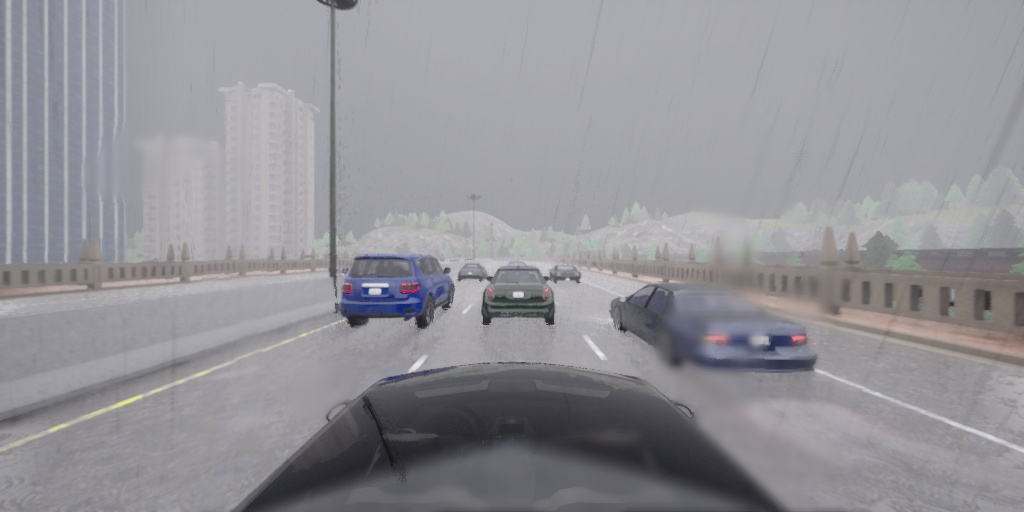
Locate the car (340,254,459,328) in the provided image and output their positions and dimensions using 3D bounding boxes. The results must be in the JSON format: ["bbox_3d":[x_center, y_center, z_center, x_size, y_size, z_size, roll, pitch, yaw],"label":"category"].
[{"bbox_3d":[-3.315,0.947,11.432,2.150,2.045,5.566,0,0,1],"label":"car"}]

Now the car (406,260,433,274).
[{"bbox_3d":[-10.201,1.181,39.974,1.812,1.442,4.674,0,0,1],"label":"car"}]

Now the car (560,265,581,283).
[{"bbox_3d":[3.846,1.297,26.841,1.895,1.301,4.718,0,0,1],"label":"car"}]

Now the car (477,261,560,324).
[{"bbox_3d":[0.195,1.079,11.987,2.097,1.767,4.553,0,0,1],"label":"car"}]

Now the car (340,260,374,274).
[{"bbox_3d":[-17.199,1.214,39.985,1.994,1.385,4.181,0,0,1],"label":"car"}]

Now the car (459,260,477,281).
[{"bbox_3d":[-3.132,1.250,28.885,1.994,1.385,4.181,0,0,1],"label":"car"}]

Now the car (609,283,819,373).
[{"bbox_3d":[3.648,1.287,7.769,2.033,1.411,5.357,0,0,0],"label":"car"}]
